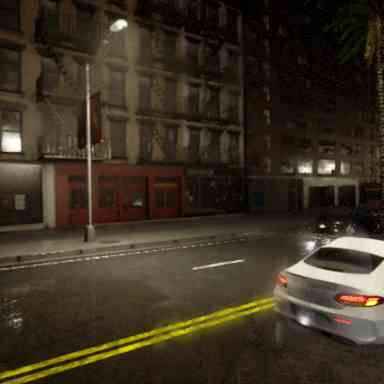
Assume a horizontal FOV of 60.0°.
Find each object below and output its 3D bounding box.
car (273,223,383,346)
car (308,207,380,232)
[{"bbox_3d":[3.413,1.491,5.872,4.674,1.442,1.812,0,0,-35],"label":"car"},{"bbox_3d":[7.960,1.473,17.343,4.181,1.385,1.994,0,0,-35],"label":"car"}]
